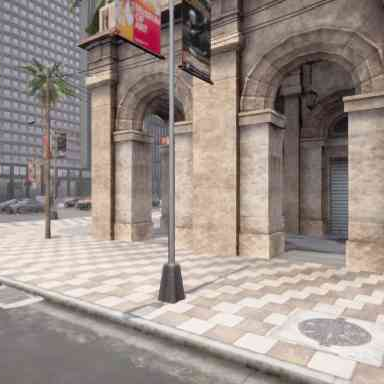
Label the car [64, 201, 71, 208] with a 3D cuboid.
[{"bbox_3d":[-16.191,1.517,48.433,2.161,1.482,4.786,0,0,35],"label":"car"}]

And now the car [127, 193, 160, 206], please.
[{"bbox_3d":[-7.844,1.225,54.754,2.150,2.045,5.566,0,0,36],"label":"car"}]

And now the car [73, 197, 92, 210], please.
[{"bbox_3d":[-12.284,1.604,42.570,1.895,1.301,4.718,0,0,35],"label":"car"}]

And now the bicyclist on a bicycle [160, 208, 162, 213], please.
[{"bbox_3d":[-2.369,1.303,31.537,1.656,1.620,0.582,0,0,36],"label":"bicyclist on a bicycle"}]

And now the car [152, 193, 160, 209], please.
[{"bbox_3d":[-6.994,1.225,43.582,2.150,2.045,5.566,0,0,36],"label":"car"}]

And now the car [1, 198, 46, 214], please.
[{"bbox_3d":[-17.417,1.567,35.396,1.994,1.385,4.181,0,0,36],"label":"car"}]

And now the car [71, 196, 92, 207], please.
[{"bbox_3d":[-13.914,1.356,46.299,2.097,1.767,4.553,0,0,35],"label":"car"}]

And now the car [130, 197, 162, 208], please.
[{"bbox_3d":[-6.845,1.508,50.151,1.837,1.490,4.892,0,0,36],"label":"car"}]
